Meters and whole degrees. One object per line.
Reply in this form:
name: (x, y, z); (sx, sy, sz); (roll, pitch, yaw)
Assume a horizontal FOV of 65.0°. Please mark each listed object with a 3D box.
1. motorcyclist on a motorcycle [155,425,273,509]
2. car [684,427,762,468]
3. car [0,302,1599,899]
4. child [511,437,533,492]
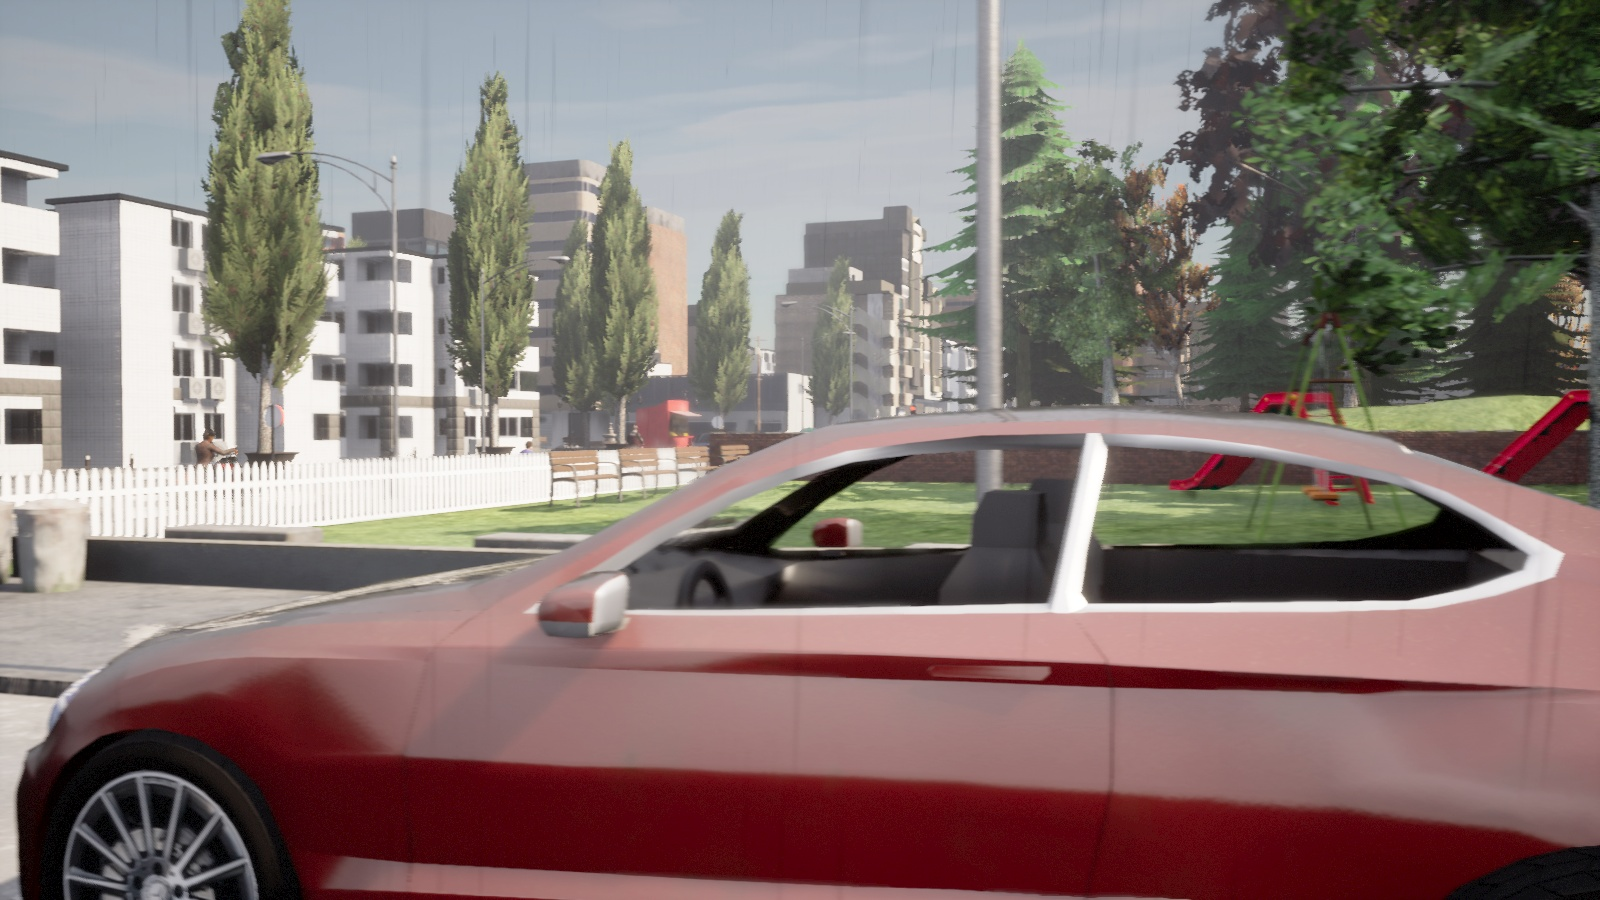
motorcyclist on a motorcycle: (-11.978, 0.319, 25.764); (0.766, 1.649, 2.350); (1, 1, 19)
car: (-3.124, -0.118, 51.872); (1.851, 1.617, 3.988); (1, 1, 19)
car: (0.214, 0.548, 3.646); (5.027, 1.651, 2.152); (1, 1, 19)
child: (-6.417, 0.327, 29.041); (0.270, 1.263, 0.437); (1, 1, 31)
